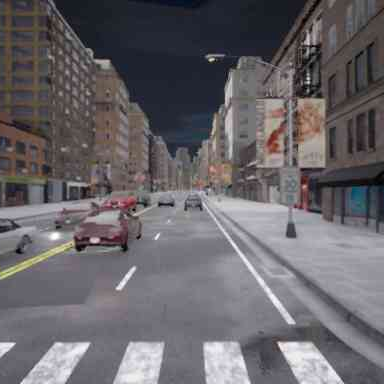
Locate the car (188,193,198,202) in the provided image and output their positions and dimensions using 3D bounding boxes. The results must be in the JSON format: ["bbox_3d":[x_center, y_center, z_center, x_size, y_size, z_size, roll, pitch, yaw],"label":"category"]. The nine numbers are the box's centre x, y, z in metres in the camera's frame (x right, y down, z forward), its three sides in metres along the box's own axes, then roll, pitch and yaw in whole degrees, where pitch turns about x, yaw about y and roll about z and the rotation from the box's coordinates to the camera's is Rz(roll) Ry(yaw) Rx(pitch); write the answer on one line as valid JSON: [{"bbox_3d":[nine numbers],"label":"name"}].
[{"bbox_3d":[0.183,0.919,59.227,1.812,1.442,4.674,0,0,0],"label":"car"}]

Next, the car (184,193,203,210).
[{"bbox_3d":[0.152,1.109,35.881,2.128,1.511,4.902,0,1,0],"label":"car"}]

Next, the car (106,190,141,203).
[{"bbox_3d":[-6.498,0.902,30.602,2.150,2.045,5.566,0,1,1],"label":"car"}]

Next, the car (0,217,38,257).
[{"bbox_3d":[-6.583,1.475,9.933,1.895,1.301,4.718,0,1,0],"label":"car"}]

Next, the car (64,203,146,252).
[{"bbox_3d":[-3.133,1.365,13.029,1.812,1.442,4.674,0,1,0],"label":"car"}]

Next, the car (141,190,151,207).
[{"bbox_3d":[-6.440,0.798,41.295,2.150,2.045,5.566,0,1,0],"label":"car"}]

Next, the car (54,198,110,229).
[{"bbox_3d":[-6.559,1.307,19.944,1.812,1.442,4.674,0,1,0],"label":"car"}]

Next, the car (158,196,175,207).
[{"bbox_3d":[-3.185,1.129,41.933,1.994,1.385,4.181,0,1,0],"label":"car"}]
